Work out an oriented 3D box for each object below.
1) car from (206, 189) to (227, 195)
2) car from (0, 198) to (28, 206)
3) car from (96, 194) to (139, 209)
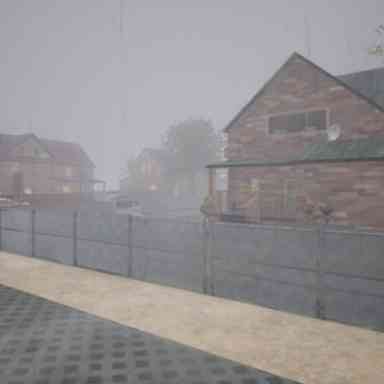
[{"bbox_3d":[3.750,0.351,46.431,2.097,1.767,4.553,1,2,36],"label":"car"},{"bbox_3d":[-13.546,1.175,22.218,1.882,1.535,5.008,1,2,35],"label":"car"},{"bbox_3d":[-7.116,0.940,31.248,1.837,1.490,4.892,1,2,35],"label":"car"}]
